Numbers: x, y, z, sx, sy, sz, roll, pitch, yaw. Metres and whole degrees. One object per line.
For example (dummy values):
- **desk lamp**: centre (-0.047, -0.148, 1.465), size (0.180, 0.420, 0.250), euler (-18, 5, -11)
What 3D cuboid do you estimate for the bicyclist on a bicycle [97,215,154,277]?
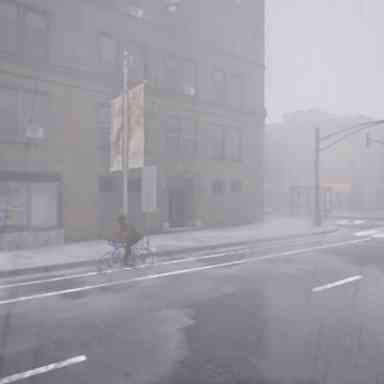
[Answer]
- **bicyclist on a bicycle**: centre (-1.767, 1.448, 9.031), size (1.656, 1.620, 0.582), euler (0, 0, -35)
